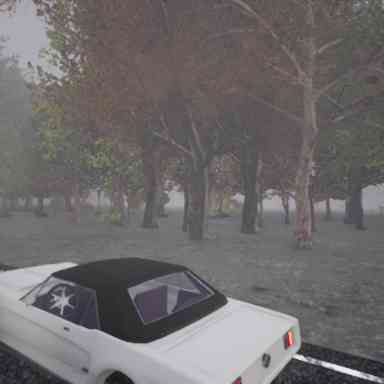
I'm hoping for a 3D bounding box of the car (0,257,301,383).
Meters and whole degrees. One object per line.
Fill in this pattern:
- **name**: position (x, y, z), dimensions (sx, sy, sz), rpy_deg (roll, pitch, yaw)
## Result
- **car**: position (-1.186, 1.566, 4.414), dimensions (4.718, 1.301, 1.895), rpy_deg (2, 0, 35)
